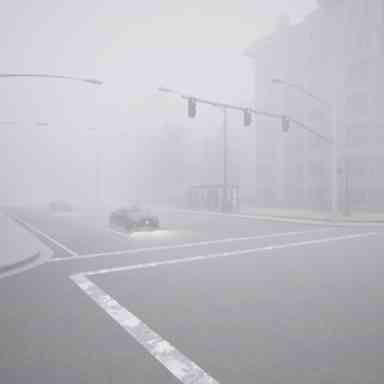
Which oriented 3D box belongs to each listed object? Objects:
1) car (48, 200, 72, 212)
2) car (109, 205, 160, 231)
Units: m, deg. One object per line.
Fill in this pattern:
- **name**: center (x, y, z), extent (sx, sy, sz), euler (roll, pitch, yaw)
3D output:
- **car**: center (-15.305, 1.587, 38.556), extent (1.895, 1.301, 4.718), euler (0, 0, -33)
- **car**: center (-3.621, 1.534, 20.471), extent (1.994, 1.385, 4.181), euler (0, 0, -33)
